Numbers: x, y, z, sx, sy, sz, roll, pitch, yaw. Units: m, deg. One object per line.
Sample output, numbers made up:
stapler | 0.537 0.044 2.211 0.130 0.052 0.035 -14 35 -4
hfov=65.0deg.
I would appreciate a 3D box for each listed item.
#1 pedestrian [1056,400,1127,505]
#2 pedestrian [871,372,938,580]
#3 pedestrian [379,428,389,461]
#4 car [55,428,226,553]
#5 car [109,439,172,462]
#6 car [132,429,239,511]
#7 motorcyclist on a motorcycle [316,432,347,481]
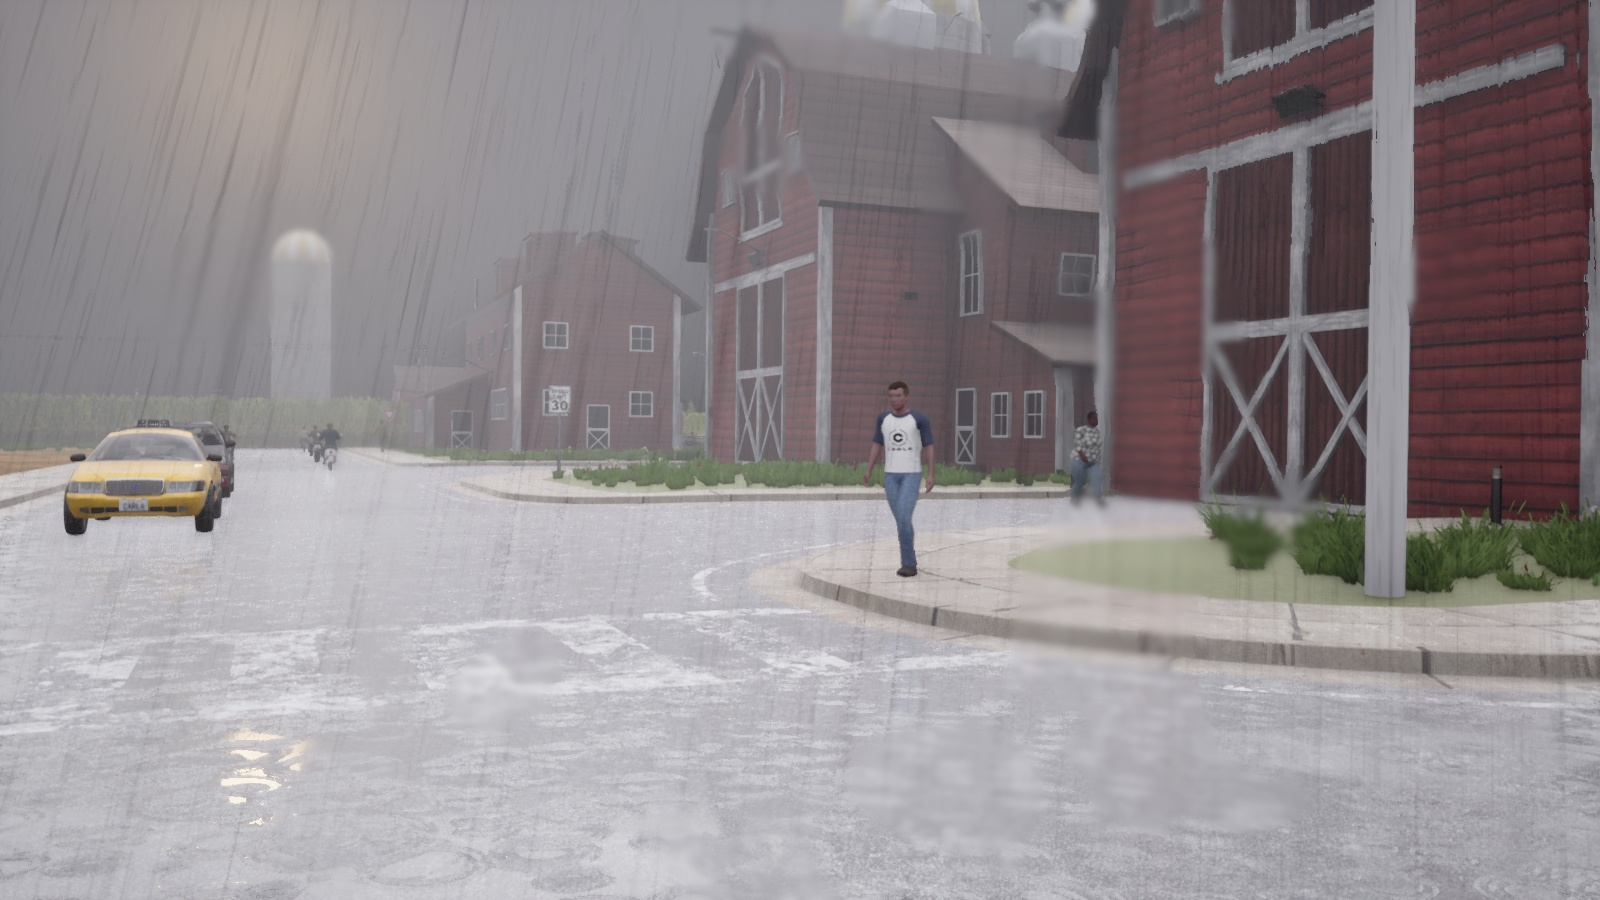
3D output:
pedestrian | 5.264 0.035 22.694 0.874 1.855 0.900 -1 1 -22
pedestrian | 0.961 0.227 11.455 0.354 1.836 0.706 0 1 27
pedestrian | -22.845 -0.307 68.918 0.431 1.840 0.709 -1 1 -24
car | -9.678 0.494 18.798 1.801 1.575 5.366 -1 1 -23
car | -44.979 0.032 85.735 3.633 1.501 1.845 -1 1 -22
car | -13.214 0.378 27.194 1.851 1.617 3.988 -1 1 -23
motorcyclist on a motorcycle | -15.745 0.198 42.212 0.866 1.590 1.817 -1 1 -23
